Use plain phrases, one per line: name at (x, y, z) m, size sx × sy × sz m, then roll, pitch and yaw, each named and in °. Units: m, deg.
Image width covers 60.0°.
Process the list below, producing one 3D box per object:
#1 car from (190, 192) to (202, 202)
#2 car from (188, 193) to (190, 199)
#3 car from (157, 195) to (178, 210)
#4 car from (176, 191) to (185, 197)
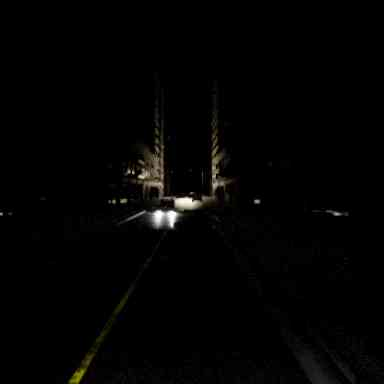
car at (0.963, 1.095, 61.052) m, size 1.812 × 1.442 × 4.674 m, roll 0°, pitch 0°, yaw 0°
car at (0.001, 0.865, 80.412) m, size 1.994 × 1.385 × 4.181 m, roll 0°, pitch 0°, yaw 0°
car at (-2.845, 1.325, 37.699) m, size 1.895 × 1.301 × 4.718 m, roll 0°, pitch 0°, yaw 0°
car at (-2.749, 0.659, 78.214) m, size 1.837 × 1.490 × 4.892 m, roll 0°, pitch 0°, yaw 0°
